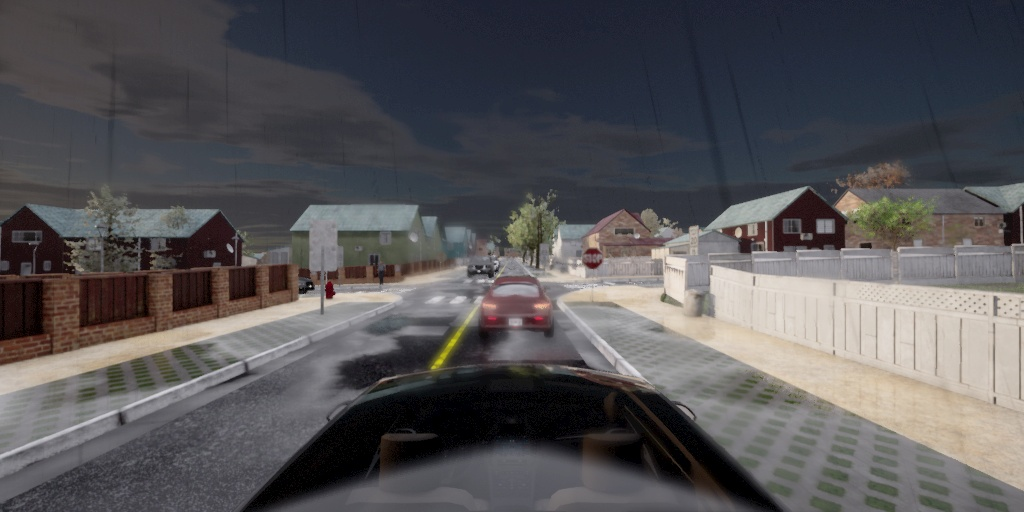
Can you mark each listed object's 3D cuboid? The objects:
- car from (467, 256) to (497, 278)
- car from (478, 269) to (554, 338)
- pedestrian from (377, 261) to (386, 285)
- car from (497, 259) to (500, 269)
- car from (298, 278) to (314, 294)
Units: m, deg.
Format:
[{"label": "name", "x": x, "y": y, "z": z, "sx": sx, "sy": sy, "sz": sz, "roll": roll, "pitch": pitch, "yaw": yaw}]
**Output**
[{"label": "car", "x": -2.830, "y": 0.969, "z": 33.512, "sx": 2.150, "sy": 2.045, "sz": 5.566, "roll": 0, "pitch": 0, "yaw": 0}, {"label": "car", "x": 0.138, "y": 1.276, "z": 10.123, "sx": 1.812, "sy": 1.442, "sz": 4.674, "roll": 0, "pitch": 0, "yaw": 2}, {"label": "pedestrian", "x": -9.680, "y": 1.207, "z": 26.548, "sx": 0.375, "sy": 1.860, "sz": 0.375, "roll": 0, "pitch": 0, "yaw": 0}, {"label": "car", "x": -2.818, "y": 0.964, "z": 45.112, "sx": 2.150, "sy": 2.045, "sz": 5.566, "roll": 0, "pitch": 0, "yaw": 0}, {"label": "car", "x": -14.078, "y": 1.572, "z": 20.679, "sx": 4.892, "sy": 1.490, "sz": 1.837, "roll": -2, "pitch": -1, "yaw": -1}]
